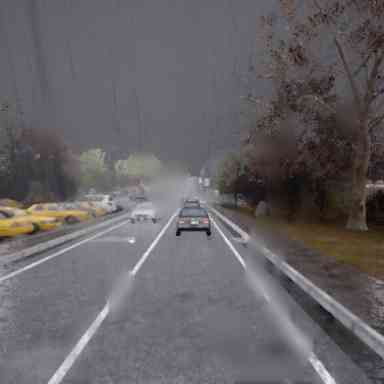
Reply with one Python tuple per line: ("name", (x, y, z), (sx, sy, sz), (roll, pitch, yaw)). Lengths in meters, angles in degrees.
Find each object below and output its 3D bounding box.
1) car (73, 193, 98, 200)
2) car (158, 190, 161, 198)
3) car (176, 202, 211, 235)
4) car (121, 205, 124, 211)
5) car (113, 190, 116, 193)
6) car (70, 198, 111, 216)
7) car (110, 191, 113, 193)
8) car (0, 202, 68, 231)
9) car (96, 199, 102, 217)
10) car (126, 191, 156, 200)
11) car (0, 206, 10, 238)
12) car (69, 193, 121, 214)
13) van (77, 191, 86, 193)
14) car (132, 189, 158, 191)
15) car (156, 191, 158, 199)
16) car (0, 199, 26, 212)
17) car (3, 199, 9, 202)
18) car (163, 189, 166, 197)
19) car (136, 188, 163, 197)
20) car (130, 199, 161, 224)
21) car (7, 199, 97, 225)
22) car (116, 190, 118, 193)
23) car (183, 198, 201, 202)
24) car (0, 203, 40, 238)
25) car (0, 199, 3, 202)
("car", (-23.396, 1.038, 73.115), (4.674, 1.452, 2.002), (0, 0, 0))
("car", (-10.298, 0.989, 76.042), (5.008, 1.535, 2.097), (0, 1, 0))
("car", (0.075, 1.538, 18.671), (2.033, 1.411, 5.357), (0, 0, 0))
("car", (-10.164, 1.589, 35.102), (5.008, 1.535, 2.097), (0, 0, 0))
("car", (-23.339, 0.846, 87.060), (5.008, 1.535, 2.097), (0, 1, 0))
("car", (-10.359, 1.552, 29.551), (5.366, 1.575, 1.946), (0, 0, 0))
("car", (-23.325, 0.928, 84.270), (4.792, 1.488, 2.163), (0, 1, 0))
("car", (-10.018, 1.484, 18.324), (5.366, 1.575, 1.946), (0, 0, 0))
("car", (-10.187, 1.539, 26.774), (4.892, 1.521, 2.231), (0, 0, 0))
("car", (-10.304, 1.037, 67.692), (4.792, 1.488, 2.163), (0, 0, 0))
("car", (-10.213, 1.472, 12.905), (4.892, 1.521, 2.231), (0, 0, 0))
("car", (-10.194, 1.321, 32.328), (5.566, 2.045, 2.435), (0, 0, 0))
("van", (-23.286, 0.781, 67.655), (4.442, 1.987, 1.878), (1, 0, 0))
("car", (-10.344, 0.874, 73.262), (4.553, 1.767, 2.185), (0, 0, 0))
("car", (-10.352, 1.034, 70.476), (4.792, 1.488, 2.163), (0, 0, 0))
("car", (-23.218, 1.621, 40.561), (5.008, 1.535, 2.097), (0, 0, 0))
("car", (-23.262, 1.478, 37.791), (4.553, 1.767, 2.185), (0, 0, 0))
("car", (-10.223, 0.658, 89.981), (4.553, 1.767, 2.185), (0, 1, 0))
("car", (-10.322, 0.717, 78.833), (5.566, 2.045, 2.435), (0, 1, 0))
("car", (-3.393, 1.521, 24.834), (1.812, 1.442, 4.674), (0, 0, 0))
("car", (-10.003, 1.517, 23.998), (5.366, 1.575, 1.946), (0, 0, 0))
("car", (-23.329, 0.785, 89.849), (5.008, 1.535, 2.097), (0, 1, 0))
("car", (-0.010, 1.504, 39.425), (2.128, 1.511, 4.902), (0, 0, 0))
("car", (-10.397, 1.474, 15.673), (5.366, 1.575, 1.946), (0, 0, 0))
("car", (-23.209, 1.617, 35.144), (4.792, 1.488, 2.163), (0, 0, 0))
